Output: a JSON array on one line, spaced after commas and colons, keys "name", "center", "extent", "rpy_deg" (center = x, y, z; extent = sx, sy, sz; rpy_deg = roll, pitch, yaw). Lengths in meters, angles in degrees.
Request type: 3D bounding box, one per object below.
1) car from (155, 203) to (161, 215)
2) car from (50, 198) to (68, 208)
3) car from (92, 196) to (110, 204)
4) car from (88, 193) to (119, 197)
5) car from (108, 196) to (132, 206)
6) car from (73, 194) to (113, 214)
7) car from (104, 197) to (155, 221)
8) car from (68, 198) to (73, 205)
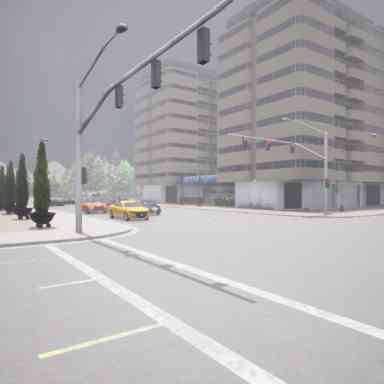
[{"name": "car", "center": [-4.818, 1.491, 32.884], "extent": [2.128, 1.511, 4.902], "rpy_deg": [0, 0, -35]}, {"name": "car", "center": [-20.258, 1.601, 49.008], "extent": [1.895, 1.301, 4.718], "rpy_deg": [0, 0, -34]}, {"name": "car", "center": [-17.509, 1.505, 63.759], "extent": [1.837, 1.490, 4.892], "rpy_deg": [0, 0, -34]}, {"name": "car", "center": [-11.601, 1.352, 42.651], "extent": [2.097, 1.767, 4.553], "rpy_deg": [0, 0, -35]}, {"name": "car", "center": [-12.199, 1.491, 56.122], "extent": [2.128, 1.511, 4.902], "rpy_deg": [0, 0, -35]}, {"name": "car", "center": [-10.436, 1.352, 34.836], "extent": [2.097, 1.767, 4.553], "rpy_deg": [0, 0, -35]}, {"name": "car", "center": [-5.251, 1.478, 27.373], "extent": [1.882, 1.535, 5.008], "rpy_deg": [0, 0, -35]}, {"name": "car", "center": [-21.032, 1.601, 56.341], "extent": [1.895, 1.301, 4.718], "rpy_deg": [0, 0, -34]}]
